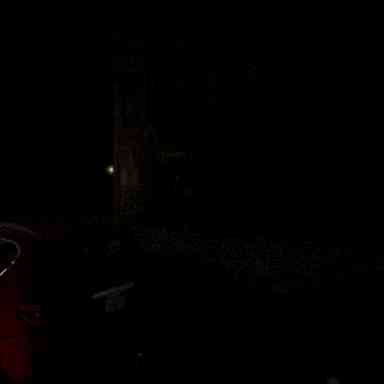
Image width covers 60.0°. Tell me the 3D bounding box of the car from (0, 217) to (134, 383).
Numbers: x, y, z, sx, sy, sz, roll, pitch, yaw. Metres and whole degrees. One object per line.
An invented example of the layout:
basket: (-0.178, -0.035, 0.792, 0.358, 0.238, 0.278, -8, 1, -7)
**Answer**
car: (-2.791, 1.318, 5.070, 5.009, 1.841, 2.192, 0, 0, 35)

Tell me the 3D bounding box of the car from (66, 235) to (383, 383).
car: (1.801, 1.315, 1.797, 5.009, 1.841, 2.192, 0, 0, 35)
